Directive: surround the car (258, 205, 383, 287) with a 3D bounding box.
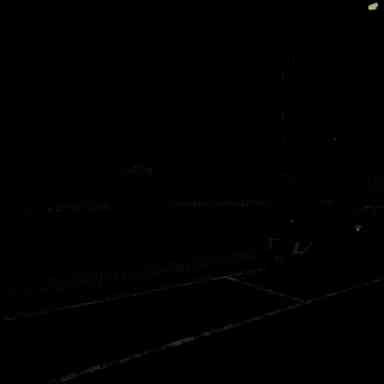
[{"bbox_3d":[4.163,1.313,9.503,5.009,1.841,2.192,0,0,-35],"label":"car"}]
